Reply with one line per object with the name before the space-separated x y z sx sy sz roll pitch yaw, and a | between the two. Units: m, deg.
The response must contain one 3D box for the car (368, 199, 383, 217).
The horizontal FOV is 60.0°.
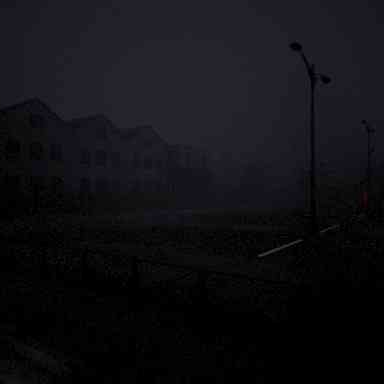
car | 15.481 1.298 26.779 2.007 1.523 4.514 0 0 35
